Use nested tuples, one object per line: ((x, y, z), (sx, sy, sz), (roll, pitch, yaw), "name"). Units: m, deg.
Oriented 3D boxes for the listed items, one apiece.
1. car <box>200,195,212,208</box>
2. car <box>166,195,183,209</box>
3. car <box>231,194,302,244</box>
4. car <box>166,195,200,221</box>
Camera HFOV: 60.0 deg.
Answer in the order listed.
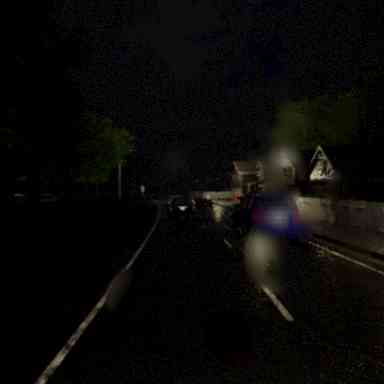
((1.332, 1.147, 41.275), (2.128, 1.511, 4.902), (0, 1, -6), "car")
((-2.223, 1.184, 41.536), (1.812, 1.442, 4.674), (0, 1, -6), "car")
((3.261, 1.116, 15.493), (2.150, 2.045, 5.566), (0, 0, -2), "car")
((-0.788, 1.171, 25.335), (2.097, 1.767, 4.553), (0, 1, -4), "car")
